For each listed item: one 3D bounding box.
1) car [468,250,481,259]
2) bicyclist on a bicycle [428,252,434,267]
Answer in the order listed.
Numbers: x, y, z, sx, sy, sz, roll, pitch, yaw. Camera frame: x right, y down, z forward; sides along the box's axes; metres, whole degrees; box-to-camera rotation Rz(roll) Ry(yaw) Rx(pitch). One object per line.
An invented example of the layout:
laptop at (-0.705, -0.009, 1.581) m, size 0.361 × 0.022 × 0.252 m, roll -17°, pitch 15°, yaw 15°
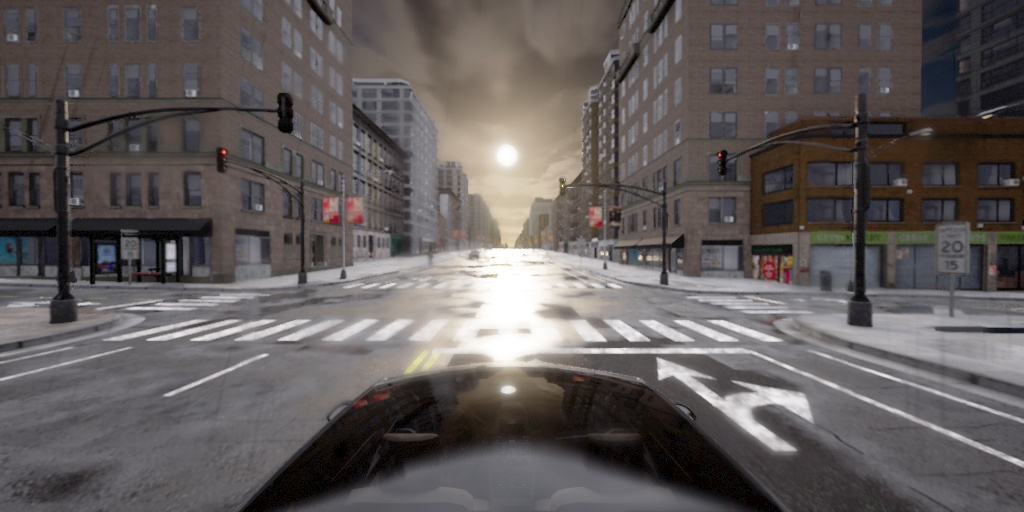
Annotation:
car at (-6.536, -0.209, 63.259) m, size 1.837 × 1.490 × 4.892 m, roll 0°, pitch 2°, yaw 0°
bicyclist on a bicycle at (-8.771, 0.401, 38.564) m, size 0.659 × 1.776 × 1.843 m, roll 0°, pitch 2°, yaw 0°
